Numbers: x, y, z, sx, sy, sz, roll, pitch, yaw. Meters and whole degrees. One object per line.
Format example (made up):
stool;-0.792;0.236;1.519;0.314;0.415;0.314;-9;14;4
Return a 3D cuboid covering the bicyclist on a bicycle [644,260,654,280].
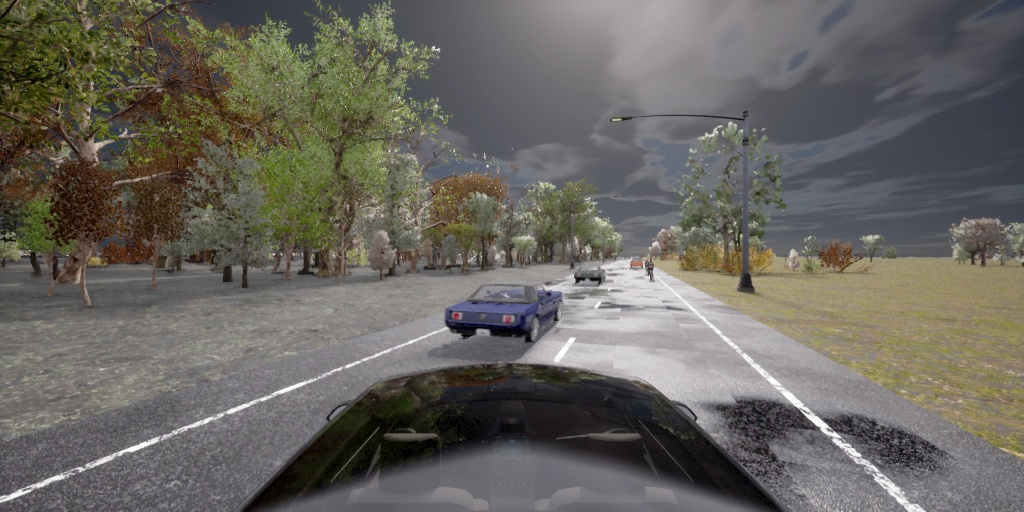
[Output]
bicyclist on a bicycle;11.509;1.211;29.743;0.582;1.620;1.656;0;0;19

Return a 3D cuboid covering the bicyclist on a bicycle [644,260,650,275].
bicyclist on a bicycle;14.391;1.214;38.213;0.582;1.620;1.656;0;0;19

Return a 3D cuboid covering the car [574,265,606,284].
car;5.979;1.357;27.050;1.895;1.301;4.718;0;0;19

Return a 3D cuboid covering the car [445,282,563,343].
car;0.106;1.353;9.795;1.895;1.301;4.718;0;0;19
